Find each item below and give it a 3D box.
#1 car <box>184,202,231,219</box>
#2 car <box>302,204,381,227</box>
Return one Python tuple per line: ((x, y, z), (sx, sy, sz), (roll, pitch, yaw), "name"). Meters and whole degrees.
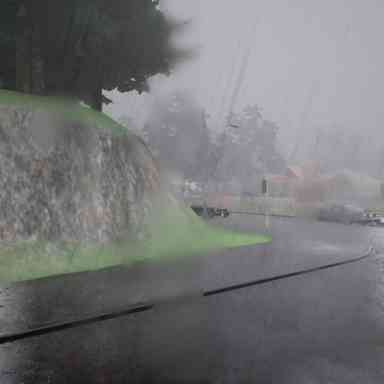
((1.288, 1.601, 29.672), (1.895, 1.301, 4.718), (0, 0, -35), "car")
((10.210, 1.547, 23.186), (2.033, 1.411, 5.357), (0, 0, -25), "car")
